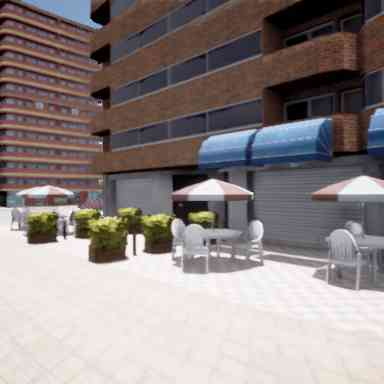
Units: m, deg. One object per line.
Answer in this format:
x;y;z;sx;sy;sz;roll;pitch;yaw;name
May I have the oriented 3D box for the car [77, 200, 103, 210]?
-13.015;1.777;44.236;4.181;1.385;1.994;0;0;-44;car
